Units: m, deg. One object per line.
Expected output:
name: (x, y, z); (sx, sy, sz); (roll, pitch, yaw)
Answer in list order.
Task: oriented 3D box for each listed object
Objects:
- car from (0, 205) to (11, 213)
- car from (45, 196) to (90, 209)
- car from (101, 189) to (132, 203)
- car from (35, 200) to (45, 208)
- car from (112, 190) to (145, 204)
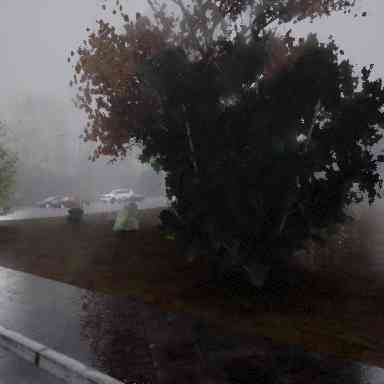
car: (-21.710, 1.646, 34.668); (1.895, 1.301, 4.718); (0, 1, 39)
car: (-15.498, 1.306, 42.403); (1.882, 1.535, 5.008); (0, 2, 39)
car: (-11.723, 0.658, 52.674); (2.150, 2.045, 5.566); (0, 3, 39)
car: (-18.355, 1.350, 44.435); (1.837, 1.490, 4.892); (0, 2, 39)
car: (-9.172, 0.964, 50.270); (1.812, 1.442, 4.674); (0, 3, 39)
